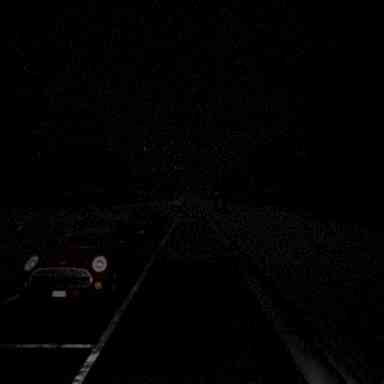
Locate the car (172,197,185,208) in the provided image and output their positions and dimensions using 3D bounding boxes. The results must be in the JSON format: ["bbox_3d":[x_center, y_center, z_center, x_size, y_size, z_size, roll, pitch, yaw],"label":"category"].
[{"bbox_3d":[-2.573,2.015,56.930,1.752,1.417,4.829,0,-1,0],"label":"car"}]

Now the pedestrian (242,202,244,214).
[{"bbox_3d":[5.548,1.681,36.228,0.375,1.300,0.375,0,-1,0],"label":"pedestrian"}]

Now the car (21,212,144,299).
[{"bbox_3d":[-2.622,1.506,8.572,1.967,1.590,4.097,1,0,0],"label":"car"}]

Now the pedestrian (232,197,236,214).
[{"bbox_3d":[4.547,1.419,35.633,0.375,1.860,0.375,0,-1,0],"label":"pedestrian"}]

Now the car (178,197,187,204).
[{"bbox_3d":[-2.537,2.169,90.732,2.192,1.841,5.009,0,-1,0],"label":"car"}]

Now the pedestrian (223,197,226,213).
[{"bbox_3d":[3.548,1.435,36.834,0.375,1.860,0.375,0,-1,0],"label":"pedestrian"}]

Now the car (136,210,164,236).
[{"bbox_3d":[-2.612,1.716,19.331,1.947,1.339,4.313,0,0,0],"label":"car"}]
